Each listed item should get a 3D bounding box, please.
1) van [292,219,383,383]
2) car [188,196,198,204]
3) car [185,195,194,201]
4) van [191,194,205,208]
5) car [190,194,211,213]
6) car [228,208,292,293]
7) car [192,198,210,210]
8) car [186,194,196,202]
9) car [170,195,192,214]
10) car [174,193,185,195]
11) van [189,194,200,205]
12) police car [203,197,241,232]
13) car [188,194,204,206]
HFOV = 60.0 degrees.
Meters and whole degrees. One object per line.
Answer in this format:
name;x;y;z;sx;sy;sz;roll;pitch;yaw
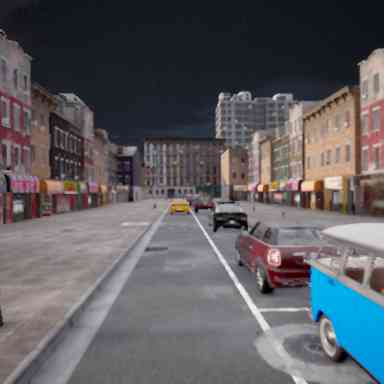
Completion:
van;2.552;1.314;3.311;1.690;1.788;3.998;-1;0;-2
car;0.158;1.430;63.664;1.752;1.417;4.829;-1;0;-2
car;-0.704;1.432;85.379;2.008;1.369;4.403;-1;0;-2
van;0.814;1.263;47.080;1.690;1.788;3.998;-1;0;-2
car;1.248;1.248;36.138;2.192;1.841;5.009;-1;0;-2
car;2.336;1.404;8.783;1.967;1.590;4.097;-1;0;-2
car;1.034;1.478;41.609;2.008;1.369;4.403;-1;0;-2
car;-0.271;1.333;74.436;1.967;1.590;4.097;-1;0;-2
car;-1.260;1.434;34.284;1.882;1.535;5.008;0;0;-2
car;-1.832;1.162;48.590;2.150;2.045;5.566;0;0;-2
van;0.380;1.251;58.022;1.690;1.788;3.998;-1;0;-2
police car;2.006;1.374;19.972;1.930;1.638;5.238;0;0;-2
car;0.596;1.231;52.551;2.192;1.841;5.009;-1;0;-2
